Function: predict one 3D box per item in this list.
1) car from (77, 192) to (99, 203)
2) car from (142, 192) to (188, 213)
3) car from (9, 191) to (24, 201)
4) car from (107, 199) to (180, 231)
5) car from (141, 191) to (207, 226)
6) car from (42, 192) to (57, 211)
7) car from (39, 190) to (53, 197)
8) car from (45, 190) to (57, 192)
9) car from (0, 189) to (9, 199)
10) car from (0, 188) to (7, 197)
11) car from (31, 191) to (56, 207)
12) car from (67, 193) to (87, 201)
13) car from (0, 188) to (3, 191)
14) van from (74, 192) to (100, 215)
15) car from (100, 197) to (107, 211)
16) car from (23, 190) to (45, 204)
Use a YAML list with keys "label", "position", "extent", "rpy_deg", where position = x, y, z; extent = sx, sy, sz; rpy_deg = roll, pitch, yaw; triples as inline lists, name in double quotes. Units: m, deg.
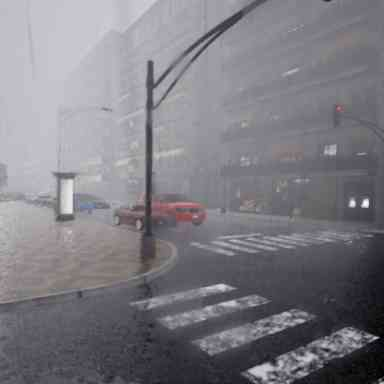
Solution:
- label: "car"
  position: [-16.000, 0.785, 51.107]
  extent: [1.967, 1.590, 4.097]
  rpy_deg: [2, 0, -36]
- label: "car"
  position: [-2.731, 1.012, 32.777]
  extent: [2.192, 1.841, 5.009]
  rpy_deg: [2, 0, -36]
- label: "car"
  position: [-26.099, 0.579, 50.770]
  extent: [1.967, 1.590, 4.097]
  rpy_deg: [2, 0, -36]
- label: "car"
  position: [-2.889, 1.299, 18.692]
  extent: [1.887, 1.381, 4.507]
  rpy_deg: [2, 0, -36]
- label: "car"
  position: [-1.415, 0.996, 21.063]
  extent: [2.150, 2.045, 5.566]
  rpy_deg: [1, 0, -36]
- label: "car"
  position: [-12.838, 1.035, 32.440]
  extent: [1.887, 1.381, 4.507]
  rpy_deg: [2, 0, -36]
- label: "car"
  position: [-32.582, 0.347, 74.020]
  extent: [1.967, 1.590, 4.097]
  rpy_deg: [2, 0, -36]
- label: "car"
  position: [-21.233, 0.826, 48.607]
  extent: [2.033, 1.411, 5.357]
  rpy_deg: [1, 0, -36]
- label: "car"
  position: [-32.736, 0.508, 59.935]
  extent: [1.887, 1.381, 4.507]
  rpy_deg: [2, 0, -36]
- label: "car"
  position: [-42.677, 0.015, 73.683]
  extent: [2.192, 1.841, 5.009]
  rpy_deg: [2, 0, -36]
- label: "car"
  position: [-16.154, 0.947, 37.022]
  extent: [1.887, 1.381, 4.507]
  rpy_deg: [2, 0, -36]
- label: "car"
  position: [-19.320, 0.823, 55.689]
  extent: [1.947, 1.339, 4.313]
  rpy_deg: [2, 0, -36]
- label: "car"
  position: [-39.369, 0.338, 69.100]
  extent: [2.008, 1.369, 4.403]
  rpy_deg: [2, 0, -36]
- label: "van"
  position: [-9.514, 0.919, 27.858]
  extent: [1.690, 1.788, 3.998]
  rpy_deg: [2, 0, -36]
- label: "car"
  position: [-9.913, 1.026, 32.802]
  extent: [1.882, 1.535, 5.008]
  rpy_deg: [1, 0, -36]
- label: "car"
  position: [-19.370, 0.842, 41.467]
  extent: [1.752, 1.417, 4.829]
  rpy_deg: [2, 0, -36]
